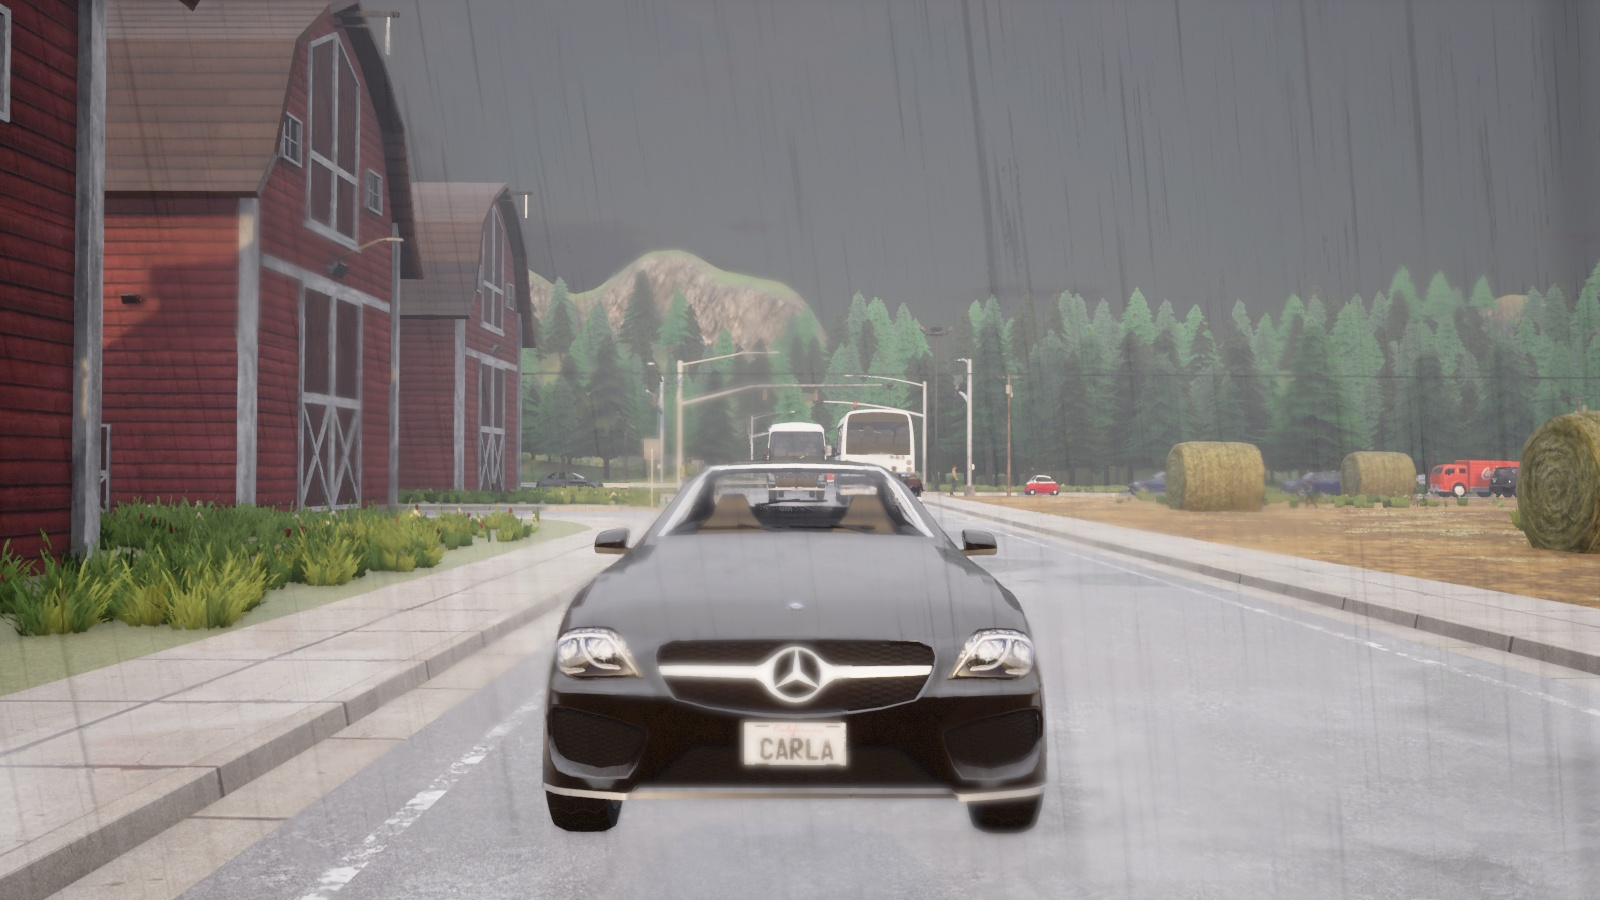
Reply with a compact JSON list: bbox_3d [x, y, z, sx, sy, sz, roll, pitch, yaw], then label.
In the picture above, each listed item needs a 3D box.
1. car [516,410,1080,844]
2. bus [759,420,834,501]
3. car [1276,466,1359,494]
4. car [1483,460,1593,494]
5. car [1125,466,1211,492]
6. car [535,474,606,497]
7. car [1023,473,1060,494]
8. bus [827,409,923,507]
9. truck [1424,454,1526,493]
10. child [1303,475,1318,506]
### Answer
[{"bbox_3d":[-0.019,0.716,7.320,2.152,1.651,5.027,0,-1,0],"label":"car"},{"bbox_3d":[-0.181,0.638,71.583,3.944,4.253,10.273,0,-1,0],"label":"bus"},{"bbox_3d":[33.914,1.943,82.336,4.553,1.767,2.097,0,-1,1],"label":"car"},{"bbox_3d":[46.188,1.693,78.649,5.566,2.045,2.150,0,-1,1],"label":"car"},{"bbox_3d":[24.154,1.905,82.490,5.027,1.651,2.152,0,-1,1],"label":"car"},{"bbox_3d":[-14.528,2.246,79.589,4.193,1.474,1.816,0,-1,1],"label":"car"},{"bbox_3d":[15.880,2.216,82.614,2.207,1.376,1.481,0,-1,1],"label":"car"},{"bbox_3d":[3.349,0.417,59.418,3.944,4.253,10.273,0,-1,0],"label":"bus"},{"bbox_3d":[44.124,1.564,82.186,5.204,2.467,2.627,0,-1,1],"label":"truck"},{"bbox_3d":[20.094,1.594,49.419,0.448,1.192,0.343,0,-1,-1],"label":"child"}]
